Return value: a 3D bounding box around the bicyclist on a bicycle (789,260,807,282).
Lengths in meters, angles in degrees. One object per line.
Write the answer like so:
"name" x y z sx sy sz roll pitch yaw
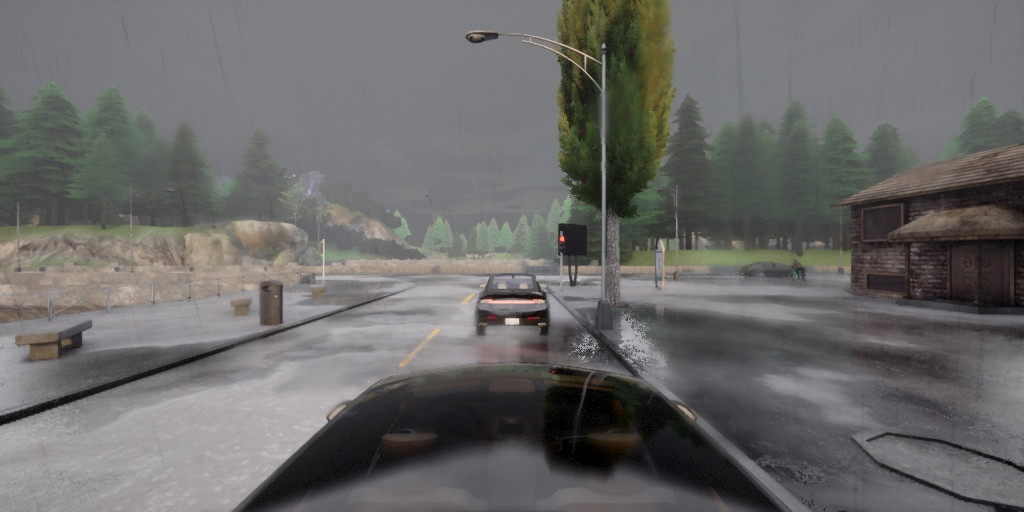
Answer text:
"bicyclist on a bicycle" 20.957 1.093 26.330 0.582 1.620 1.656 -1 0 0

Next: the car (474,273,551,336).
"car" 0.031 1.241 10.386 2.128 1.511 4.902 0 0 0

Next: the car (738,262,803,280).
"car" 22.046 1.254 30.555 4.892 1.490 1.837 0 0 0
